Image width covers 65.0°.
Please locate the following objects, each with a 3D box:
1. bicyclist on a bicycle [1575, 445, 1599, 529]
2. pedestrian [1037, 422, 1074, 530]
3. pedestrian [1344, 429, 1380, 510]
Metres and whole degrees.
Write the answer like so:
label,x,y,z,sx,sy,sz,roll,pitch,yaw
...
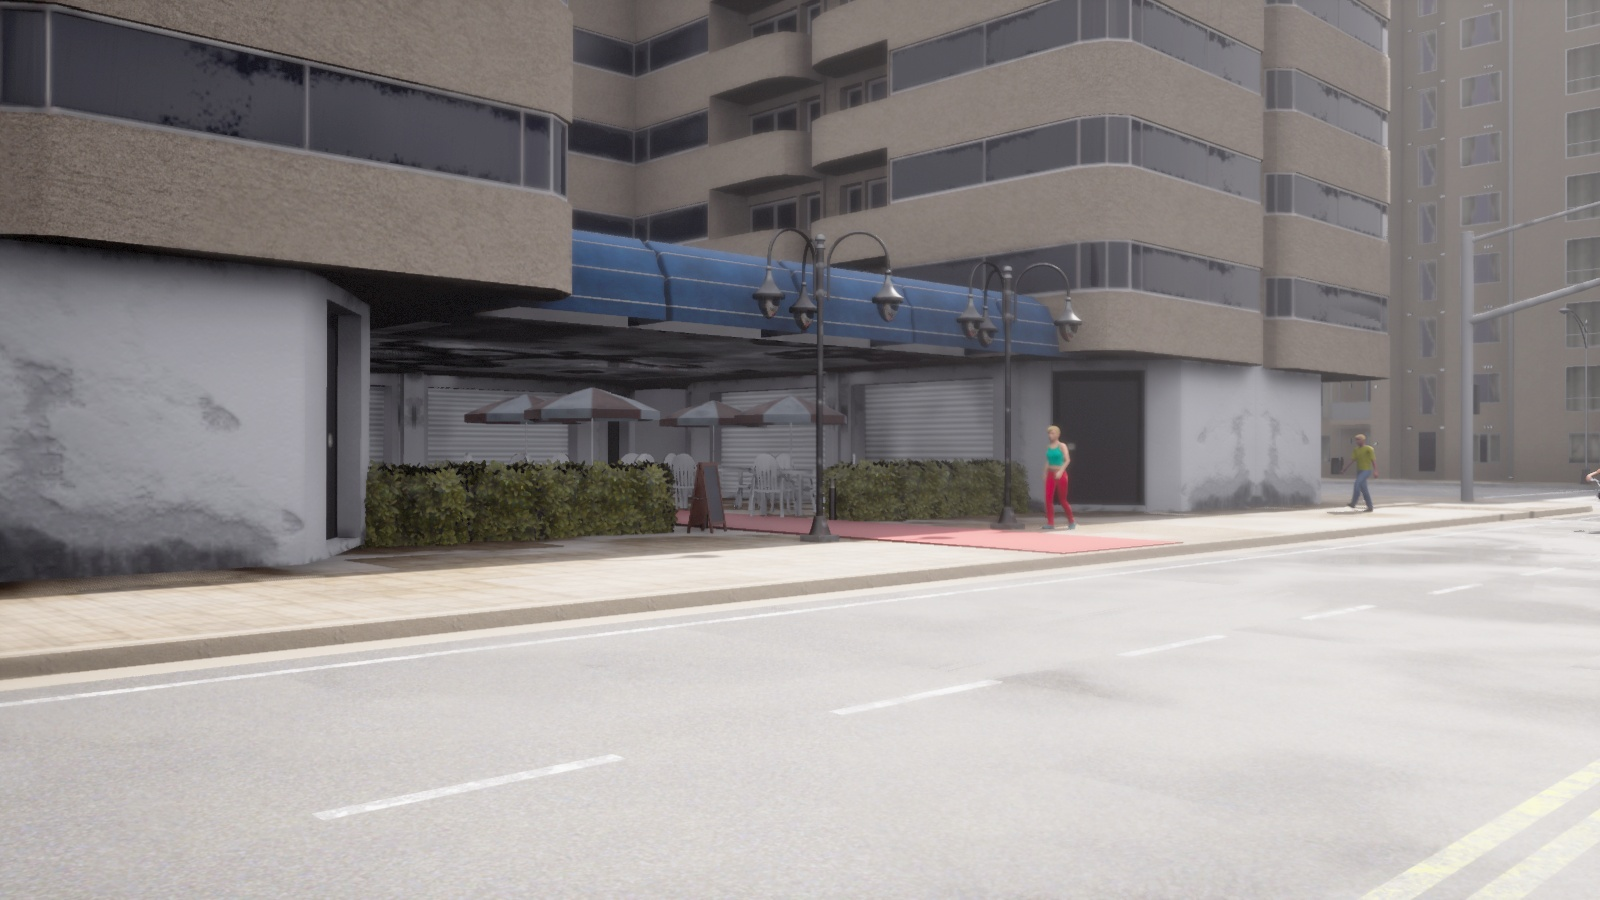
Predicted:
label,x,y,z,sx,sy,sz,roll,pitch,yaw
bicyclist on a bicycle,15.813,0.707,24.441,1.509,1.612,0.866,0,0,-43
pedestrian,4.446,0.447,21.844,0.594,1.836,0.345,0,0,-44
pedestrian,12.914,0.446,28.874,0.706,1.836,0.354,0,0,-19
